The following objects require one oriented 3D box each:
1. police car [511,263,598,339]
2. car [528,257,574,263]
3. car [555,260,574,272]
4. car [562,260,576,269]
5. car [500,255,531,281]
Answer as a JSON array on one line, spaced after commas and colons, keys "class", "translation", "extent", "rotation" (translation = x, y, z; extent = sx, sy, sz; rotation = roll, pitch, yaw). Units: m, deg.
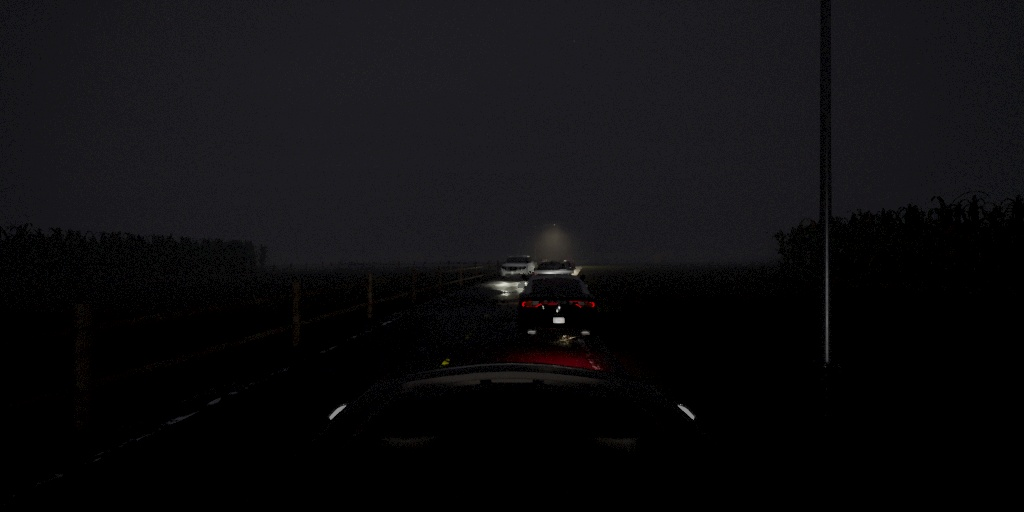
[{"class": "police car", "translation": [1.198, 1.173, 10.259], "extent": [1.930, 1.638, 5.238], "rotation": [0, 0, 4]}, {"class": "car", "translation": [2.259, 1.089, 19.908], "extent": [2.097, 1.767, 4.553], "rotation": [0, 0, 8]}, {"class": "car", "translation": [6.724, 1.270, 45.851], "extent": [1.994, 1.385, 4.181], "rotation": [0, 0, 13]}, {"class": "car", "translation": [8.865, 1.293, 55.700], "extent": [1.895, 1.301, 4.718], "rotation": [0, 0, 12]}, {"class": "car", "translation": [0.568, 0.949, 30.384], "extent": [2.150, 2.045, 5.566], "rotation": [0, 0, 11]}]
